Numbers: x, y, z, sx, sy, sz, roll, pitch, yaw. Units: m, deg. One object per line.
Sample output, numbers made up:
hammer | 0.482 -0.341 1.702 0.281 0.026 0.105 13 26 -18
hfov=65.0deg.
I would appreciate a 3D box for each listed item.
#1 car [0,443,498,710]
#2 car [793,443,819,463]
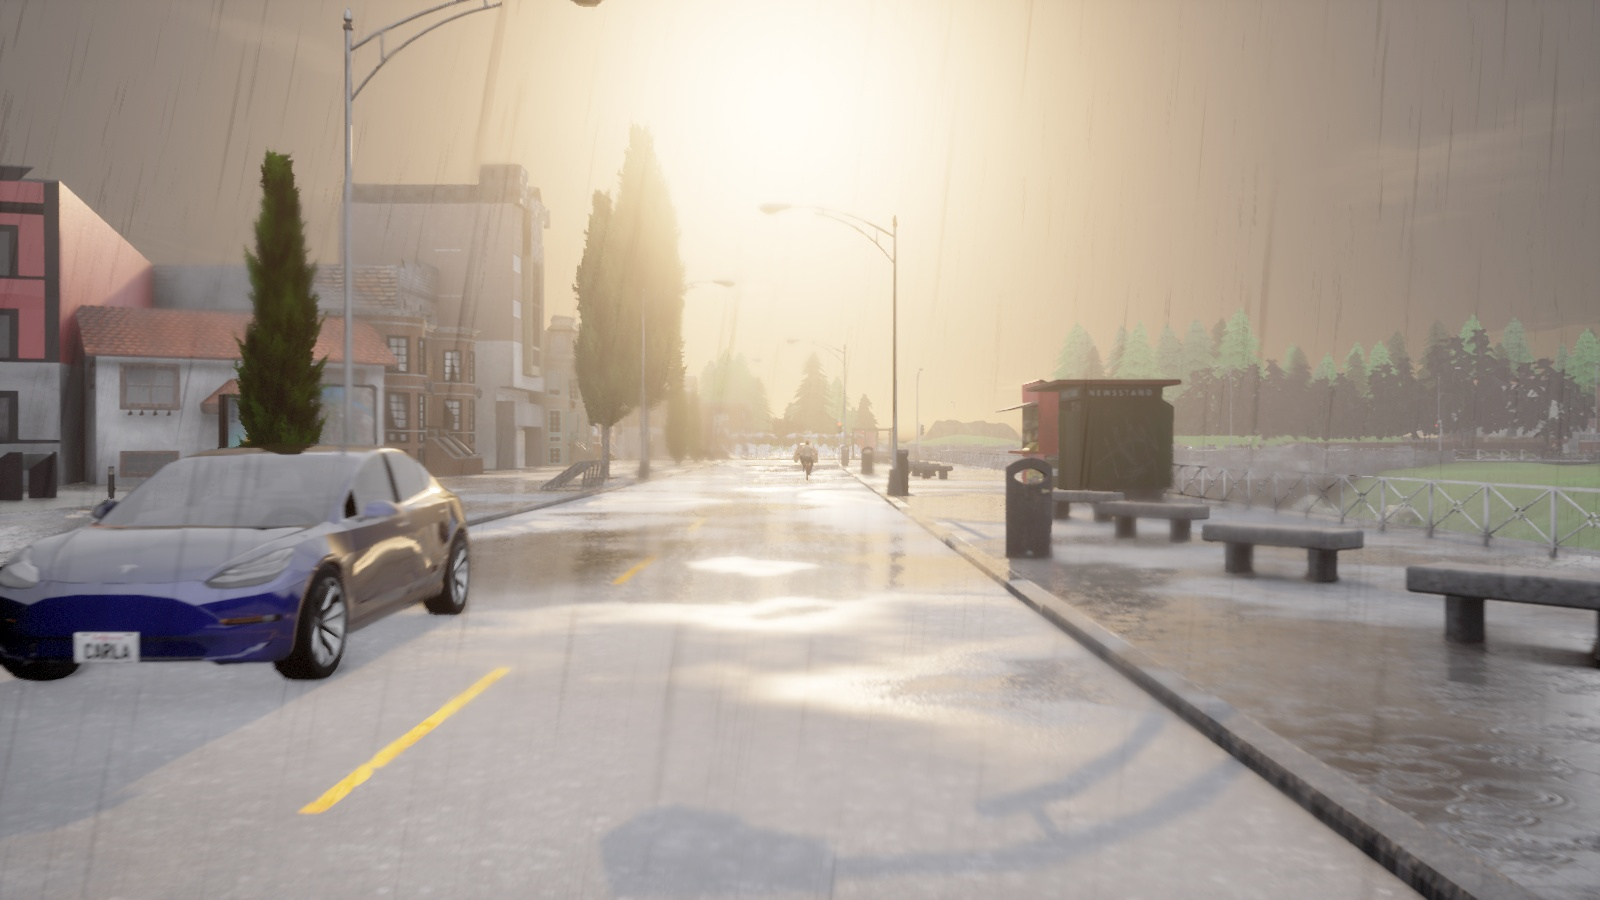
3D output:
car | -3.932 0.690 9.400 2.163 1.488 4.792 0 0 0
car | 0.413 0.219 96.136 1.816 1.474 4.193 0 0 -2
